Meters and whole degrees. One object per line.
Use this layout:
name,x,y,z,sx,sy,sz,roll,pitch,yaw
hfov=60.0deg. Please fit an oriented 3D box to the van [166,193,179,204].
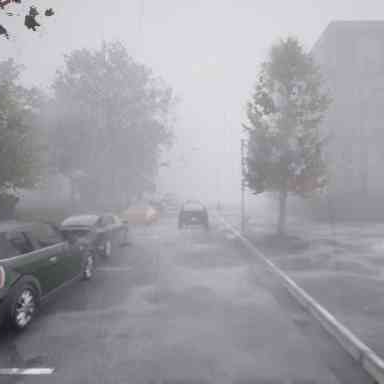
van,-3.661,1.230,62.886,1.878,1.987,4.442,0,0,2

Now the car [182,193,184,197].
car,-3.667,1.448,73.904,2.097,1.535,5.008,0,0,2

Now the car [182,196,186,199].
car,0.092,1.546,41.225,2.033,1.411,5.357,0,0,0

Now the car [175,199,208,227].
car,0.089,1.487,22.627,1.882,1.535,5.008,0,0,0

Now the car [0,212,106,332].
car,-3.656,1.359,7.028,2.185,1.767,4.553,0,0,2

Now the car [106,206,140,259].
car,-3.656,1.489,12.624,2.231,1.521,4.892,0,0,2

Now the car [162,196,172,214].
car,-3.658,1.514,34.945,2.163,1.488,4.792,0,0,2

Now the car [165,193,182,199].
car,-3.663,1.210,57.227,2.435,2.045,5.566,0,0,2

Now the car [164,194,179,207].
car,-3.663,1.467,51.623,2.097,1.535,5.008,0,0,2

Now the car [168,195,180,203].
car,-3.659,1.448,68.524,1.946,1.575,5.366,0,0,2

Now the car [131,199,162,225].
car,-3.650,1.486,23.958,1.946,1.575,5.366,0,0,2
